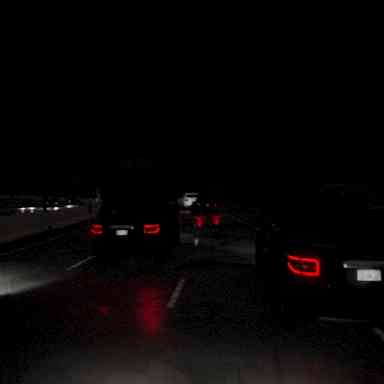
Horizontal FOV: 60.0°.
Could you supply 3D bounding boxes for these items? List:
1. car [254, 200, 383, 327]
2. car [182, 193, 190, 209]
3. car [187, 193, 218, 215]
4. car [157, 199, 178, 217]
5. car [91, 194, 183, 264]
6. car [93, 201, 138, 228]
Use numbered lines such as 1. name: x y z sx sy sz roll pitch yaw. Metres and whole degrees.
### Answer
1. car: 2.604 1.177 7.027 2.150 2.045 5.566 -1 0 6
2. car: -0.524 1.130 42.843 2.150 2.045 5.566 -1 0 -14
3. car: 1.123 1.264 32.820 2.097 1.767 4.553 -1 0 -8
4. car: -2.417 1.479 32.116 1.812 1.442 4.674 -1 0 -7
5. car: -1.766 1.214 11.940 2.150 2.045 5.566 -1 0 4
6. car: -5.163 1.497 23.180 2.128 1.511 4.902 -1 0 -2
